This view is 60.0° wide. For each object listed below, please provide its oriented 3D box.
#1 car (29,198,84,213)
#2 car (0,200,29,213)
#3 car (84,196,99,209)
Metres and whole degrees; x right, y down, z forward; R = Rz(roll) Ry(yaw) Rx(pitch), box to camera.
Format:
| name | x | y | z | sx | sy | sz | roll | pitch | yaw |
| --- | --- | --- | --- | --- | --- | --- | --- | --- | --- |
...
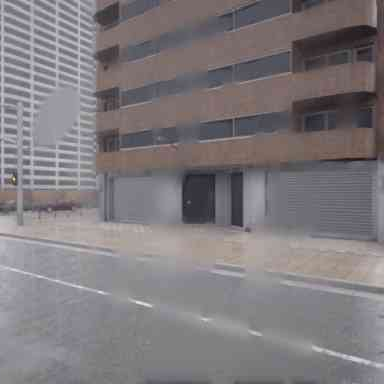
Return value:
| name | x | y | z | sx | sy | sz | roll | pitch | yaw |
| --- | --- | --- | --- | --- | --- | --- | --- | --- | --- |
| car | -15.137 | 1.477 | 37.555 | 1.882 | 1.535 | 5.008 | 0 | 0 | 35 |
| car | -19.507 | 1.547 | 37.395 | 2.033 | 1.411 | 5.357 | 0 | 0 | 35 |
| car | -13.813 | 1.564 | 45.595 | 1.994 | 1.385 | 4.181 | 0 | 0 | 35 |
